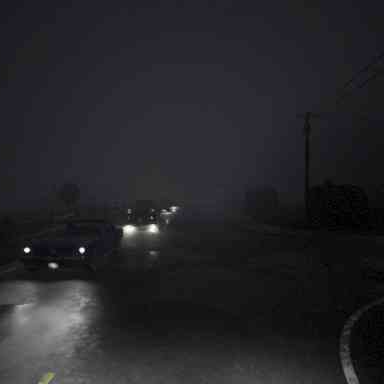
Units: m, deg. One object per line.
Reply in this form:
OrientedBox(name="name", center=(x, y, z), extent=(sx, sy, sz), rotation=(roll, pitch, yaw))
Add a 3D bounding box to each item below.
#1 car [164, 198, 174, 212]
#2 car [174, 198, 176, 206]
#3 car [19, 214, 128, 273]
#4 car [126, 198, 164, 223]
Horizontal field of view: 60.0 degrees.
OrientedBox(name="car", center=(-3.590, 1.471, 39.428), extent=(1.882, 1.535, 5.008), rotation=(0, 0, 0))
OrientedBox(name="car", center=(-3.553, 1.592, 53.756), extent=(1.895, 1.301, 4.718), rotation=(0, 0, 0))
OrientedBox(name="car", center=(-3.595, 1.603, 10.837), extent=(1.895, 1.301, 4.718), rotation=(0, 0, 0))
OrientedBox(name="car", center=(-3.595, 1.349, 25.228), extent=(2.097, 1.767, 4.553), rotation=(0, 0, 0))
